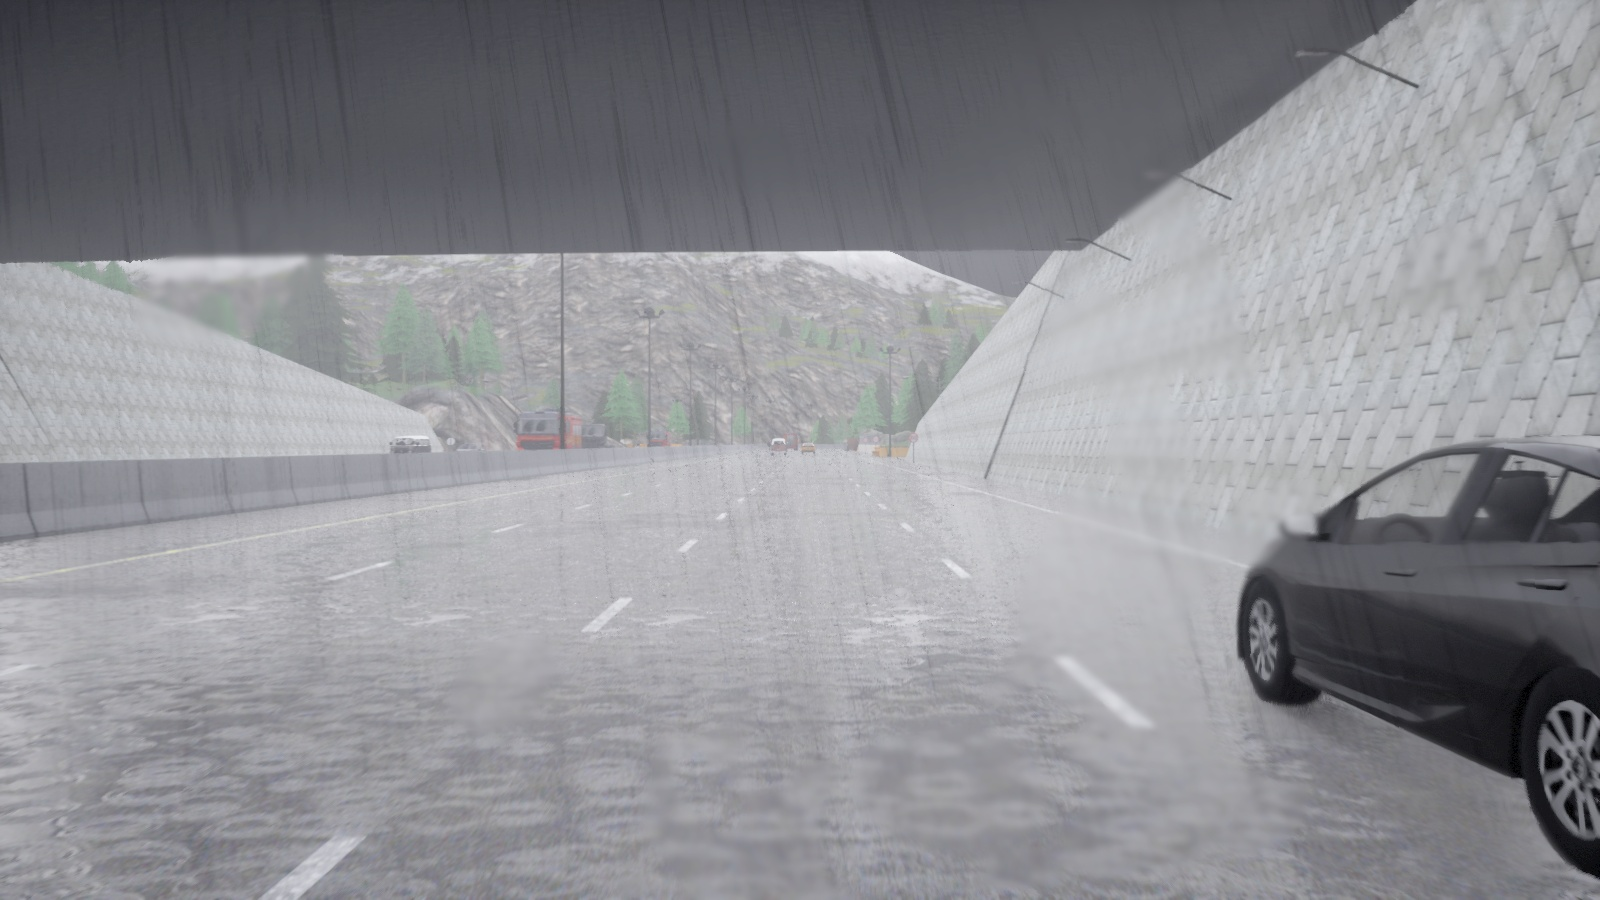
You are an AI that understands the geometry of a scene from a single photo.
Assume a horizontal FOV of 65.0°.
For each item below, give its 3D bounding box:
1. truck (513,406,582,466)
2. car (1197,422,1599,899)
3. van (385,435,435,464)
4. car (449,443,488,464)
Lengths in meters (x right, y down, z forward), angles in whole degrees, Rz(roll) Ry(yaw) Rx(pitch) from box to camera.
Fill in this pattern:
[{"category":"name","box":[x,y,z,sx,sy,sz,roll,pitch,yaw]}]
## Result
[{"category":"truck","box":[-16.944,-0.910,84.862,2.891,3.827,8.468,0,0,0]},{"category":"car","box":[3.548,0.664,5.814,2.007,1.525,4.514,0,0,0]},{"category":"van","box":[-27.419,-0.051,88.451,2.069,2.038,4.480,0,0,0]},{"category":"car","box":[-23.904,0.230,90.700,1.845,1.501,3.633,0,0,0]}]
